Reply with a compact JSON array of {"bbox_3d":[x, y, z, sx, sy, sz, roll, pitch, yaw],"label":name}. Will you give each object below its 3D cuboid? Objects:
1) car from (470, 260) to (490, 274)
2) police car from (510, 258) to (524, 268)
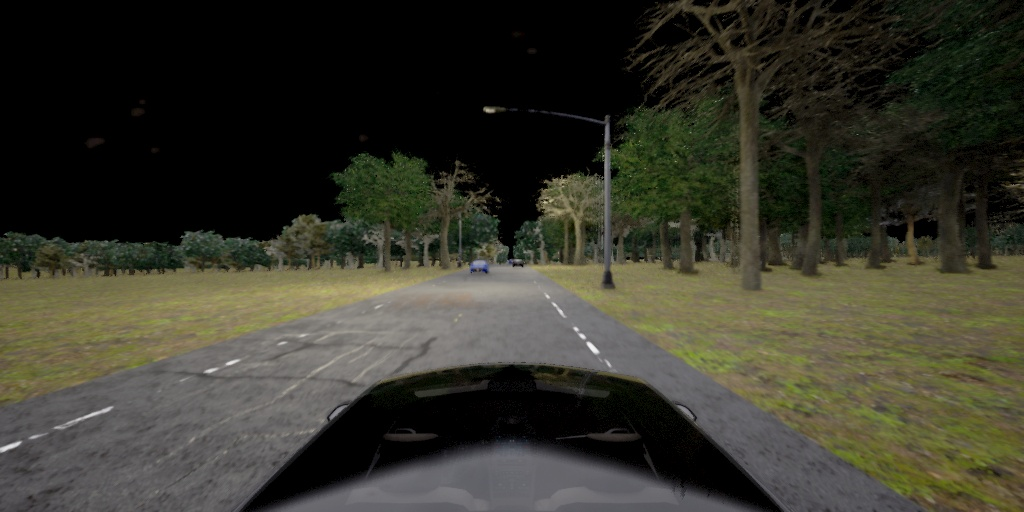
[{"bbox_3d":[-3.562,1.191,39.965,1.882,1.535,5.008,0,0,0],"label":"car"},{"bbox_3d":[1.047,1.219,62.658,1.930,1.638,5.238,0,0,0],"label":"police car"}]
